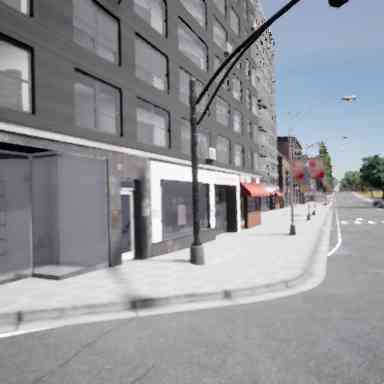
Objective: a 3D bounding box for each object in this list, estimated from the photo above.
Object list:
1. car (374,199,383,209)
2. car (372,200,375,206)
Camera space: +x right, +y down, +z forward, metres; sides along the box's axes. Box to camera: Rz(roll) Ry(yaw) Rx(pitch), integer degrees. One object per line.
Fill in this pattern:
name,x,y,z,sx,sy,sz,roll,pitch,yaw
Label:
car,35.119,2.287,60.465,2.033,1.411,5.357,-2,-2,23
car,39.235,2.264,70.042,1.882,1.535,5.008,-2,-2,23
